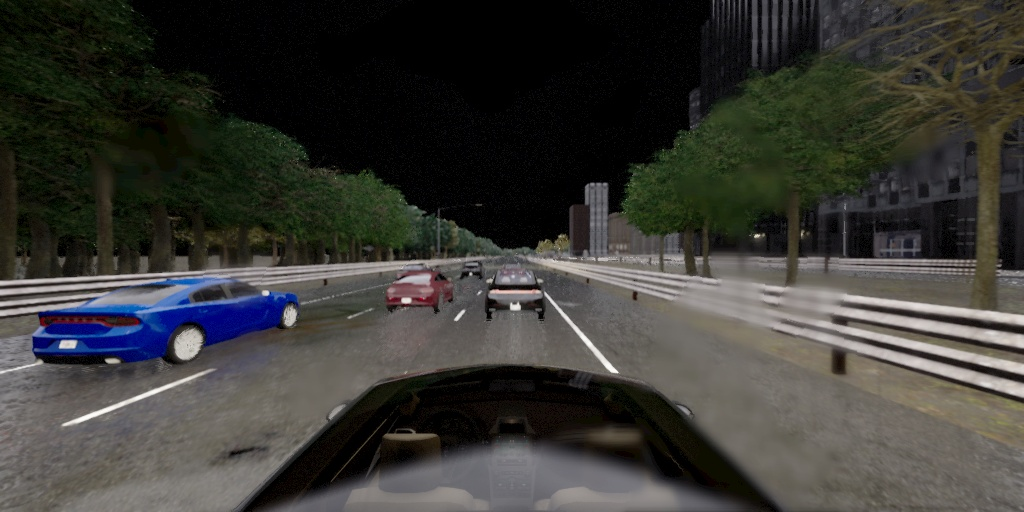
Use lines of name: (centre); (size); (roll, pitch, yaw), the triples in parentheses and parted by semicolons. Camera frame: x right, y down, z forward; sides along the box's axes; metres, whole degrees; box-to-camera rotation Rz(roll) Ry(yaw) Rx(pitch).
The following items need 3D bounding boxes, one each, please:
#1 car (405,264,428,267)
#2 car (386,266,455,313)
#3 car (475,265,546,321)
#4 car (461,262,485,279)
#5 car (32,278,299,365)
car: (-6.902, 1.281, 26.262); (2.033, 1.411, 5.357); (0, 0, 0)
car: (-3.402, 1.268, 13.868); (1.812, 1.442, 4.674); (0, 0, 0)
car: (0.098, 1.234, 12.514); (2.128, 1.511, 4.902); (0, 0, 0)
car: (-3.405, 1.234, 32.064); (1.837, 1.490, 4.892); (0, 0, 0)
car: (-6.901, 1.223, 8.049); (1.882, 1.535, 5.008); (0, 0, 0)
